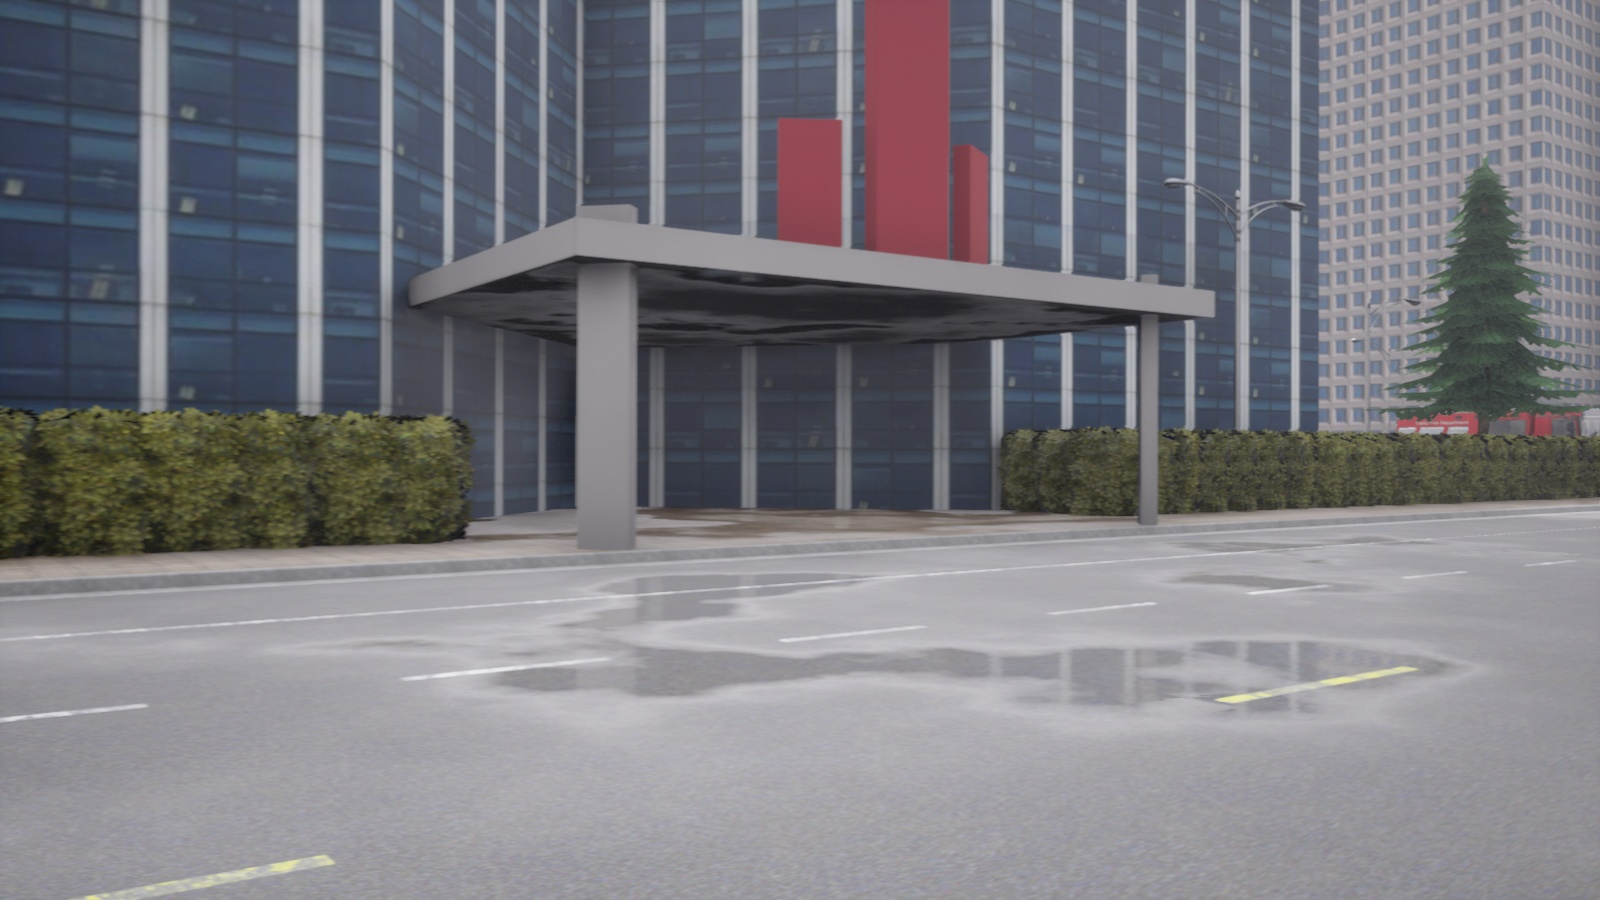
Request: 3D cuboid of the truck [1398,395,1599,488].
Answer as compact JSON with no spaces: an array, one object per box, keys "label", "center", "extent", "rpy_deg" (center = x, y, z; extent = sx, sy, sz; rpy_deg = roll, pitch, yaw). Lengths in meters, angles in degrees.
[{"label":"truck","center":[31.470,-0.349,55.902],"extent":[2.891,3.827,8.468],"rpy_deg":[0,0,-34]}]
